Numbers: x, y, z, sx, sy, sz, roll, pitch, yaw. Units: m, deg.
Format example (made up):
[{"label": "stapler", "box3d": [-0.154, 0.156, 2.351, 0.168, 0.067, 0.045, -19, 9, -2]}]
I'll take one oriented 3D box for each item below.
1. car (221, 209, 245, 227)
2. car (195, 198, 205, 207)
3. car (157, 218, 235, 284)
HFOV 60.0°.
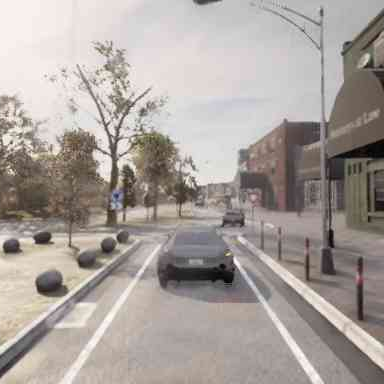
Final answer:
[{"label": "car", "box3d": [3.553, 2.194, 29.080, 2.128, 1.511, 4.902, 0, -2, 6]}, {"label": "car", "box3d": [1.714, 2.766, 77.598, 1.837, 1.490, 4.892, 0, -1, 3]}, {"label": "car", "box3d": [0.099, 1.666, 9.883, 1.994, 1.385, 4.181, 0, -1, 0]}]
